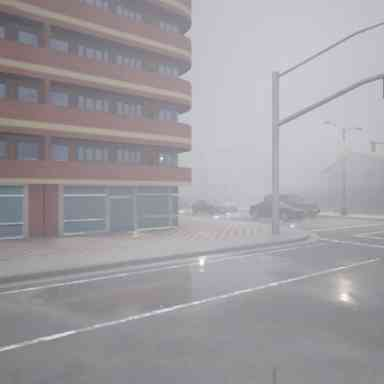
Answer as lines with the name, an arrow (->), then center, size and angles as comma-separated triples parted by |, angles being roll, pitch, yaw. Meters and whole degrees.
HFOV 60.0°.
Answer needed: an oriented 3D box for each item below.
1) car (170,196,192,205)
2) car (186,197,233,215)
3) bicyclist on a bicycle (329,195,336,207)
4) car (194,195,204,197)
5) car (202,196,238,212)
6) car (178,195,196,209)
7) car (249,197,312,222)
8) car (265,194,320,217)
car -> -2.086, 1.526, 60.526 | 1.812, 1.442, 4.674 | 0, 0, -34
car -> 1.719, 1.526, 34.469 | 1.812, 1.442, 4.674 | 0, 0, -35
bicyclist on a bicycle -> 19.330, 1.301, 45.873 | 1.656, 1.620, 0.582 | 0, 0, -35
car -> 0.766, 1.352, 62.472 | 2.097, 1.767, 4.553 | 0, 0, -35
car -> 3.290, 1.526, 38.367 | 1.812, 1.442, 4.674 | 0, 0, -35
car -> -1.953, 1.505, 45.972 | 1.837, 1.490, 4.892 | 0, 0, -34
car -> 6.841, 1.478, 26.991 | 1.882, 1.535, 5.008 | 0, 0, -34
car -> 8.827, 1.221, 30.320 | 2.150, 2.045, 5.566 | 0, 0, -34
